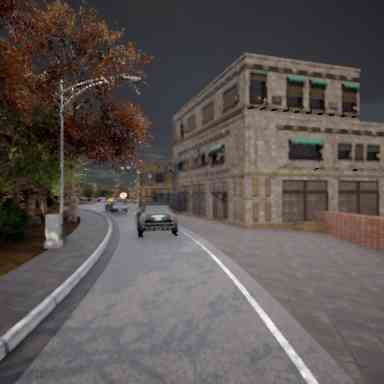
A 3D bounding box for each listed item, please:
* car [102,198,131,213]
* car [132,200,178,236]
[{"bbox_3d":[-8.999,1.716,39.333,1.895,1.301,4.718,0,0,-25],"label":"car"},{"bbox_3d":[-2.142,1.386,19.054,2.097,1.767,4.553,0,0,-12],"label":"car"}]
